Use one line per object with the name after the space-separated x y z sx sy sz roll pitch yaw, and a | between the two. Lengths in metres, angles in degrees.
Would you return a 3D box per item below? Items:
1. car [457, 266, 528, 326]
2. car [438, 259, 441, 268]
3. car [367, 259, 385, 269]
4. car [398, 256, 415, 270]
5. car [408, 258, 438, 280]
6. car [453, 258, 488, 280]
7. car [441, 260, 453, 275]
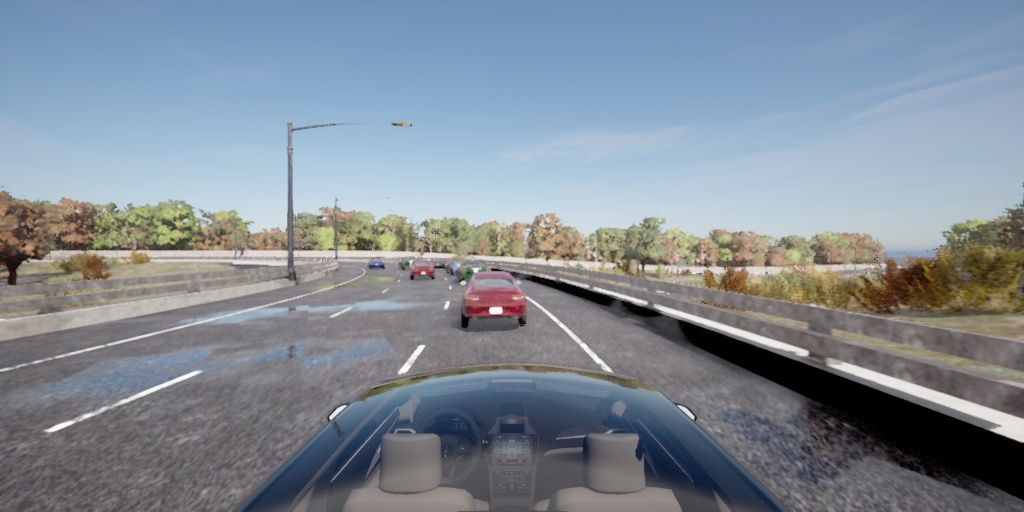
-0.641 1.211 11.277 1.812 1.442 4.674 0 0 -6 | car
-10.334 1.015 47.876 1.994 1.385 4.181 0 0 -24 | car
-18.799 1.027 49.395 1.994 1.385 4.181 0 0 -27 | car
-13.197 0.826 45.698 2.097 1.767 4.553 0 0 -24 | car
-7.294 1.101 29.189 1.812 1.442 4.674 0 1 -16 | car
-2.692 0.945 24.746 2.097 1.767 4.553 0 0 -12 | car
-5.253 1.078 34.609 2.033 1.411 5.357 0 0 -17 | car
